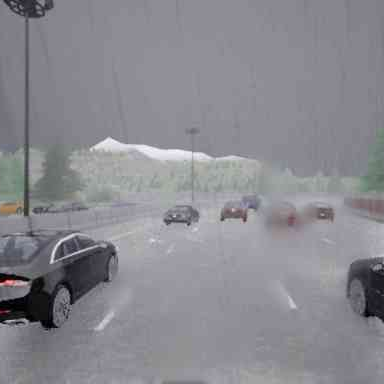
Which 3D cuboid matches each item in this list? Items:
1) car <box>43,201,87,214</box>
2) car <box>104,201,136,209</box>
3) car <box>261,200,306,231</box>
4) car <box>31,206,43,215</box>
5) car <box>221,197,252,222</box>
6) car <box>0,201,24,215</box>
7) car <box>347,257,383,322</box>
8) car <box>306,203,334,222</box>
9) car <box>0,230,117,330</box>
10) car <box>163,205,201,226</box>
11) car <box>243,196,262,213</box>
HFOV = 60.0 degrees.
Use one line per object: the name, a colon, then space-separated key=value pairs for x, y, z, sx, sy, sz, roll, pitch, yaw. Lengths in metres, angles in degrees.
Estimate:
car: x=-12.956 y=1.757 z=34.913 sx=1.837 sy=1.490 sz=4.892 roll=0 pitch=-1 yaw=14
car: x=-8.272 y=1.820 z=39.023 sx=2.033 sy=1.411 sz=5.357 roll=0 pitch=0 yaw=16
car: x=5.929 y=1.491 z=22.081 sx=2.097 sy=1.767 sz=4.553 roll=0 pitch=0 yaw=10
car: x=-15.867 y=1.875 z=37.741 sx=1.895 sy=1.301 sz=4.718 roll=0 pitch=0 yaw=15
car: x=3.788 y=1.539 z=28.830 sx=2.097 sy=1.767 sz=4.553 roll=0 pitch=0 yaw=12
car: x=-20.115 y=1.741 z=35.109 sx=1.882 sy=1.535 sz=5.008 roll=0 pitch=0 yaw=14
car: x=3.853 y=1.518 z=4.572 sx=2.128 sy=1.511 sz=4.902 roll=0 pitch=0 yaw=3
car: x=10.925 y=1.654 z=28.764 sx=1.882 sy=1.535 sz=5.008 roll=0 pitch=0 yaw=13
car: x=-3.006 y=1.543 z=7.025 sx=2.128 sy=1.511 sz=4.902 roll=0 pitch=0 yaw=3
car: x=-0.668 y=1.716 z=25.101 sx=2.033 sy=1.411 sz=5.357 roll=0 pitch=0 yaw=11
car: x=7.514 y=1.492 z=42.002 sx=2.150 sy=2.045 sz=5.566 roll=0 pitch=0 yaw=19
